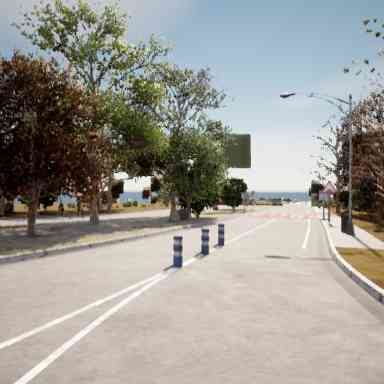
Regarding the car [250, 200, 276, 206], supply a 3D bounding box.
[{"bbox_3d":[19.845,3.260,93.064,5.366,1.575,1.946,0,-3,19],"label":"car"}]
